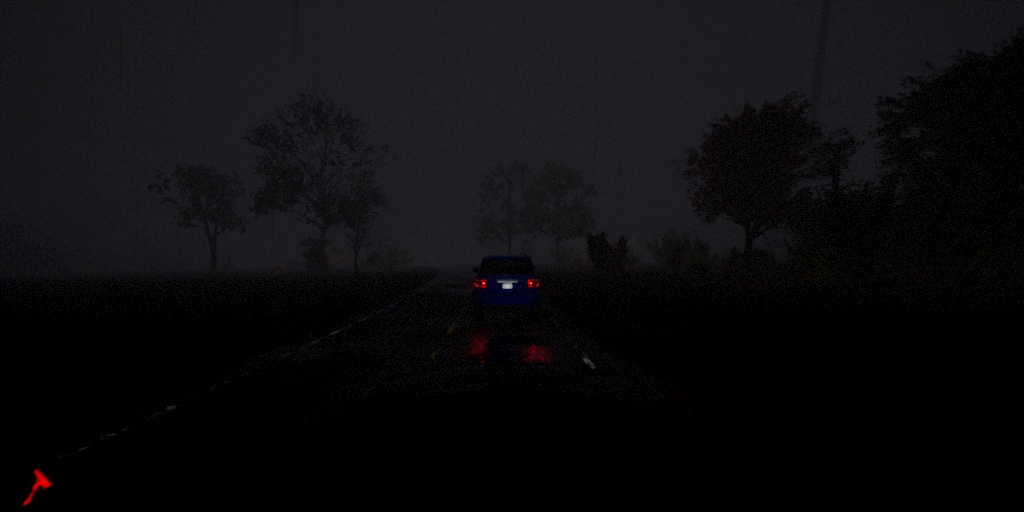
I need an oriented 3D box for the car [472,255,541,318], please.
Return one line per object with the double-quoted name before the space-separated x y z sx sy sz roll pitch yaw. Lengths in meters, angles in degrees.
"car" -0.263 0.982 13.212 2.150 2.045 5.566 0 0 -3
